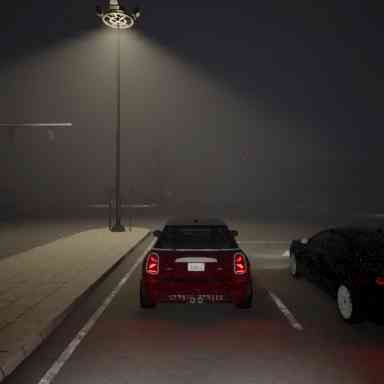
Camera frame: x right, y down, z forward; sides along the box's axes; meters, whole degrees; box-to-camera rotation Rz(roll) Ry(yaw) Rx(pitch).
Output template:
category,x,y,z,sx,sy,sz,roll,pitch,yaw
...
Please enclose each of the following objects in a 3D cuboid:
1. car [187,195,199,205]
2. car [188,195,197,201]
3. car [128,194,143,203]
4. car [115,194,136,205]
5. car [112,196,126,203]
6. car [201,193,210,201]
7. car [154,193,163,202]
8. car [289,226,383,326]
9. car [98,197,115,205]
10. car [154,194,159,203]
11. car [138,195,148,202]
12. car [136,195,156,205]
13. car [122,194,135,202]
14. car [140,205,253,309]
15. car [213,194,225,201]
category,x,y,z,sx,sy,sz,roll,pitch,yaw
car,0.114,1.478,54.925,1.882,1.535,5.008,0,0,0
car,0.178,1.516,85.535,2.128,1.511,4.902,0,0,0
car,-11.378,1.352,67.174,2.097,1.767,4.553,0,0,1
car,-11.451,1.478,58.138,1.882,1.535,5.008,0,0,0
car,-14.859,1.564,68.028,1.994,1.385,4.181,0,0,0
car,3.679,1.546,85.944,1.994,1.385,4.181,0,0,0
car,-7.841,1.225,76.648,2.150,2.045,5.566,0,0,0
car,3.578,1.478,7.166,1.882,1.535,5.008,0,0,0
car,-14.948,1.564,58.332,1.994,1.385,4.181,0,0,0
car,-7.891,1.601,66.077,1.895,1.301,4.718,0,0,1
car,-11.340,1.524,77.093,1.812,1.442,4.674,0,0,0
car,-7.958,1.564,57.323,1.994,1.385,4.181,0,0,0
car,-14.838,1.355,78.017,2.097,1.767,4.553,0,0,0
car,0.083,1.352,8.042,2.097,1.767,4.553,0,0,0
car,7.179,1.348,85.907,2.097,1.767,4.553,0,0,0
